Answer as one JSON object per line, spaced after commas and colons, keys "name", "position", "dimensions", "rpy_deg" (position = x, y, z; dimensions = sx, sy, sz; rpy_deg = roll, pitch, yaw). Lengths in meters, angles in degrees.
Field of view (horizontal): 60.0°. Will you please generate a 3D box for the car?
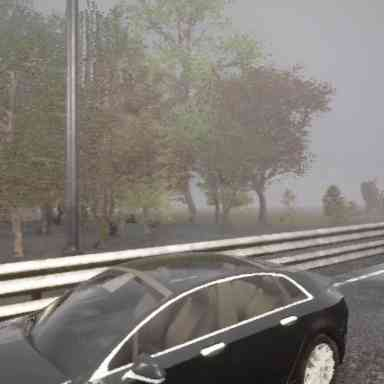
{"name": "car", "position": [-0.284, 1.505, 3.483], "dimensions": [4.892, 1.490, 1.837], "rpy_deg": [0, 0, -35]}
